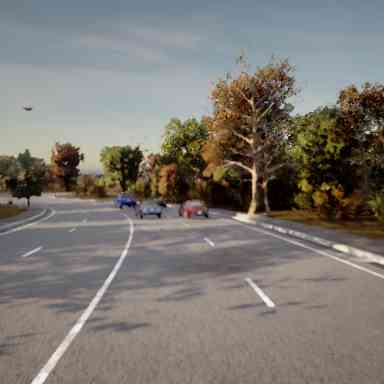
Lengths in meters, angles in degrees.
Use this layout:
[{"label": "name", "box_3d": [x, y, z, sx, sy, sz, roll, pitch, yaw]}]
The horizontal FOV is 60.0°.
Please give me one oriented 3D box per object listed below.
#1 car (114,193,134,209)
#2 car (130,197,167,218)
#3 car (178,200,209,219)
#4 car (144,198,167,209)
[{"label": "car", "box_3d": [-9.016, 1.183, 44.622, 2.150, 2.045, 5.566, -2, 1, -22]}, {"label": "car", "box_3d": [-3.910, 1.487, 29.354, 2.033, 1.411, 5.357, -1, 0, -16]}, {"label": "car", "box_3d": [0.071, 1.404, 27.872, 1.812, 1.442, 4.674, -1, 1, -13]}, {"label": "car", "box_3d": [-4.792, 1.463, 43.496, 1.895, 1.301, 4.718, -2, 1, -20]}]
